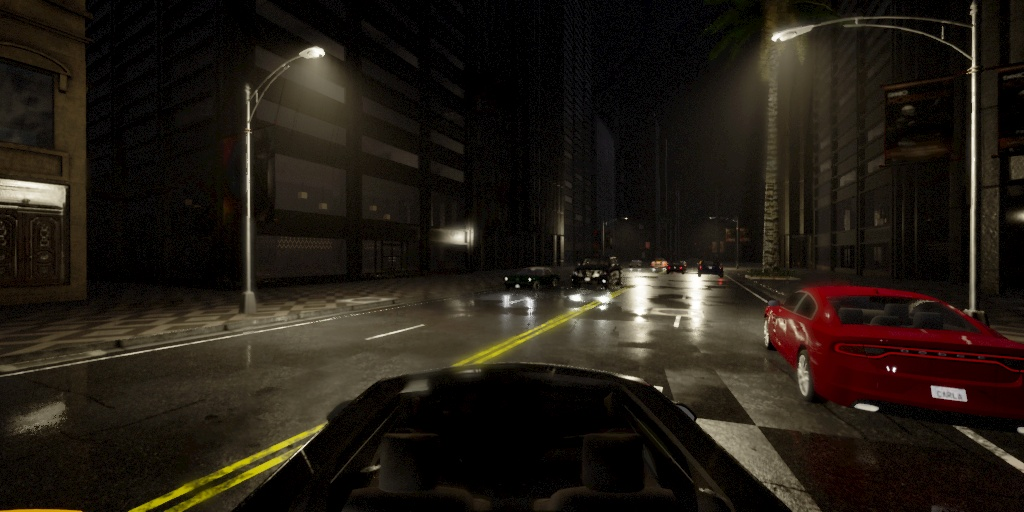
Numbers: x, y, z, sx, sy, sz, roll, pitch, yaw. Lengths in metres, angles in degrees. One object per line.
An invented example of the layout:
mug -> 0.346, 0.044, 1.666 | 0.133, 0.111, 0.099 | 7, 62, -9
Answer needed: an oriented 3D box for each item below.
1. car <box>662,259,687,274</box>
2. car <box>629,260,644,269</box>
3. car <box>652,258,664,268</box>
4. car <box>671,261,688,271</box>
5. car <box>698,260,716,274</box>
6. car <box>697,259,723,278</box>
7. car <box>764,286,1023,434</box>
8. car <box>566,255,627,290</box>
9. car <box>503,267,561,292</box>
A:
car -> 18.607, 1.315, 40.708 | 2.033, 1.411, 5.357 | 0, 0, 27
car -> 20.592, 1.333, 59.176 | 2.033, 1.411, 5.357 | 0, 0, 28
car -> 24.623, 1.141, 59.884 | 2.097, 1.767, 4.553 | 0, 0, 28
car -> 23.485, 1.378, 50.212 | 1.895, 1.301, 4.718 | 0, 0, 27
car -> 23.671, 1.249, 43.615 | 1.882, 1.535, 5.008 | 0, 0, 28
car -> 19.253, 1.116, 34.887 | 2.097, 1.767, 4.553 | 0, 0, 27
car -> 5.508, 1.228, 5.796 | 1.882, 1.535, 5.008 | 0, 0, 27
car -> 5.520, 0.976, 22.763 | 2.150, 2.045, 5.566 | 0, 0, 27
car -> 1.298, 1.354, 21.652 | 1.895, 1.301, 4.718 | 0, 0, 27
